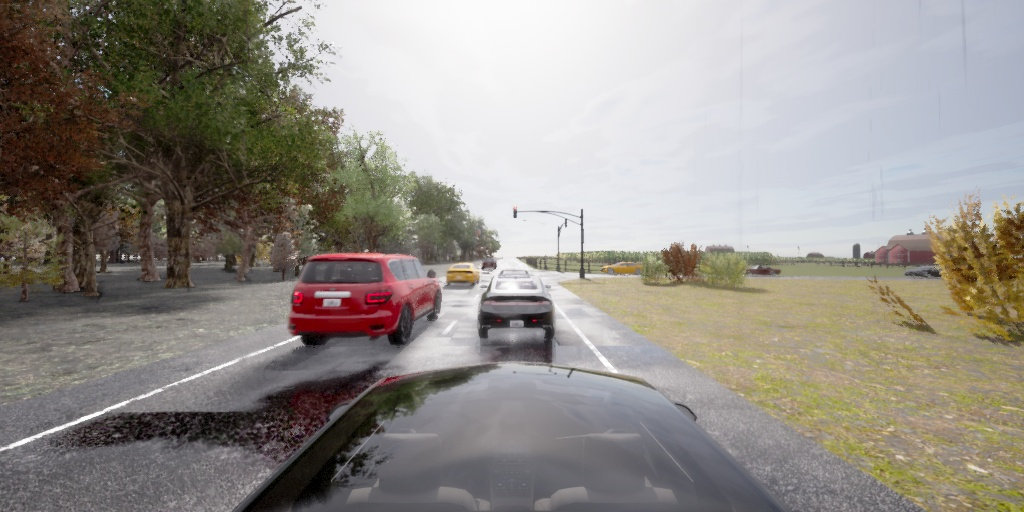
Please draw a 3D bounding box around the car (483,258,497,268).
[{"bbox_3d":[-3.347,1.107,54.898,2.097,1.767,4.553,0,0,0],"label":"car"}]

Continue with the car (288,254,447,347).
[{"bbox_3d":[-3.393,0.973,9.453,2.150,2.045,5.566,0,0,0],"label":"car"}]

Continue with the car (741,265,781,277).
[{"bbox_3d":[28.284,1.716,41.608,4.718,1.301,1.895,1,-1,0],"label":"car"}]

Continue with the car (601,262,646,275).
[{"bbox_3d":[13.019,1.430,41.915,5.008,1.535,1.882,1,-1,3],"label":"car"}]

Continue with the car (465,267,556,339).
[{"bbox_3d":[0.110,1.244,10.113,2.128,1.511,4.902,0,0,0],"label":"car"}]

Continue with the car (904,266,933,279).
[{"bbox_3d":[48.366,1.841,41.449,4.892,1.490,1.837,1,-1,1],"label":"car"}]

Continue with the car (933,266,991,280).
[{"bbox_3d":[48.625,1.825,37.888,5.357,1.411,2.033,1,-1,1],"label":"car"}]

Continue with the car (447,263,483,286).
[{"bbox_3d":[-3.378,1.233,25.391,1.882,1.535,5.008,0,0,0],"label":"car"}]
